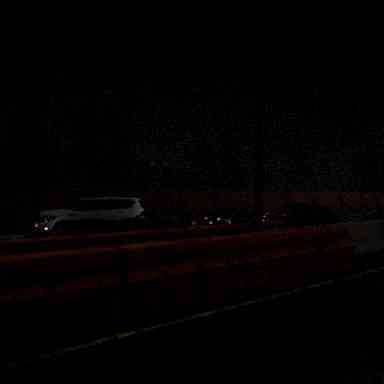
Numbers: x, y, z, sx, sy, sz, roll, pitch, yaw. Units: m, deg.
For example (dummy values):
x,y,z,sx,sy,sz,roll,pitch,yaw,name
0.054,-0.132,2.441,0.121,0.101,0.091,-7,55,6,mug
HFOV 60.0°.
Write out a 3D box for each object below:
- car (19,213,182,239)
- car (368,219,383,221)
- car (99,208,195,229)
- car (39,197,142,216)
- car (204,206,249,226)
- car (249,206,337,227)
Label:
x,y,z,sx,sy,sz,roll,pitch,yaw,name
-3.192,1.573,10.302,5.357,1.411,2.033,1,0,-35,car
13.435,1.686,22.084,4.892,1.490,1.837,1,0,-35,car
-1.830,1.621,15.561,4.181,1.385,1.994,1,0,-36,car
-5.153,1.267,17.485,5.566,2.045,2.150,1,0,-35,car
3.418,1.673,23.577,5.357,1.411,2.033,1,0,-35,car
5.292,1.457,16.336,4.553,1.767,2.097,1,0,-35,car
